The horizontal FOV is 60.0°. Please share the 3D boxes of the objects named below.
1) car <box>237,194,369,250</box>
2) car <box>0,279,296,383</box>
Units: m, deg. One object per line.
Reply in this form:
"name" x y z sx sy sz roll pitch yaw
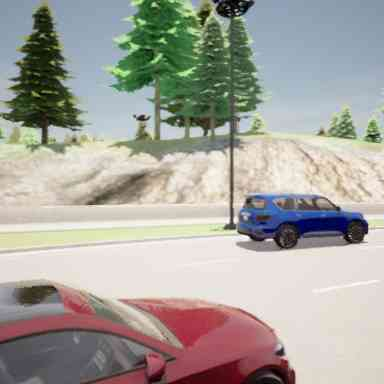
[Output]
"car" 4.543 1.084 13.637 5.566 2.045 2.150 0 0 -21
"car" -1.204 1.492 2.649 4.674 1.442 1.812 0 1 -34
